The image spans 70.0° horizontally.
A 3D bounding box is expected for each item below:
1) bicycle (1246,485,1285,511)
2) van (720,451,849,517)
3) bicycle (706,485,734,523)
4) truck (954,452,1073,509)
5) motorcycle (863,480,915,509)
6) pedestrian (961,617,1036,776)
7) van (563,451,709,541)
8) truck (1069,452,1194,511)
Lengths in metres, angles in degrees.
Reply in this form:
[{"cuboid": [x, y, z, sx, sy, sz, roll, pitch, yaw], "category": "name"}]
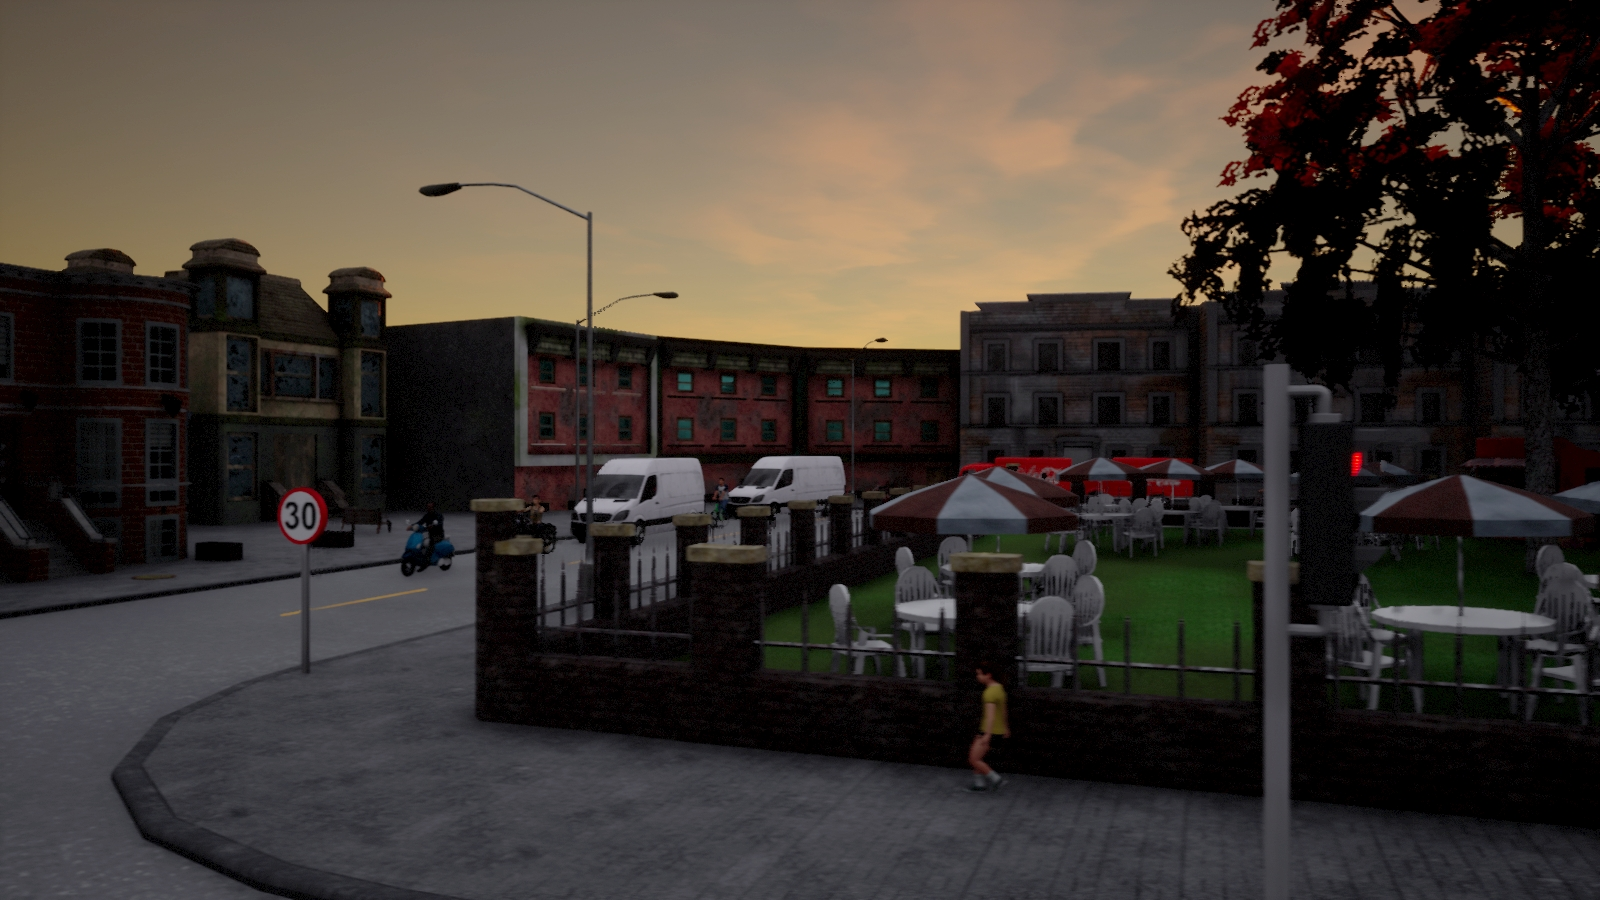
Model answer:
[{"cuboid": [19.898, 2.036, 48.875, 1.487, 1.080, 0.859, 0, 0, 20], "category": "bicycle"}, {"cuboid": [-0.552, 1.316, 47.110, 1.988, 2.561, 5.915, 0, 0, 39], "category": "van"}, {"cuboid": [-2.894, 1.936, 41.373, 0.373, 1.296, 1.643, 0, 0, 20], "category": "bicycle"}, {"cuboid": [9.771, 1.349, 52.245, 5.204, 2.467, 2.627, 0, 0, 12], "category": "truck"}, {"cuboid": [4.006, 1.987, 51.374, 2.209, 1.251, 0.867, 0, 0, -22], "category": "motorcycle"}, {"cuboid": [1.549, 1.896, 8.890, 0.500, 1.100, 0.500, 0, 0, 20], "category": "pedestrian"}, {"cuboid": [-4.981, 1.314, 35.783, 1.988, 2.561, 5.915, 0, 0, 20], "category": "van"}, {"cuboid": [14.762, 1.348, 50.743, 5.204, 2.467, 2.627, 0, 0, 19], "category": "truck"}]
